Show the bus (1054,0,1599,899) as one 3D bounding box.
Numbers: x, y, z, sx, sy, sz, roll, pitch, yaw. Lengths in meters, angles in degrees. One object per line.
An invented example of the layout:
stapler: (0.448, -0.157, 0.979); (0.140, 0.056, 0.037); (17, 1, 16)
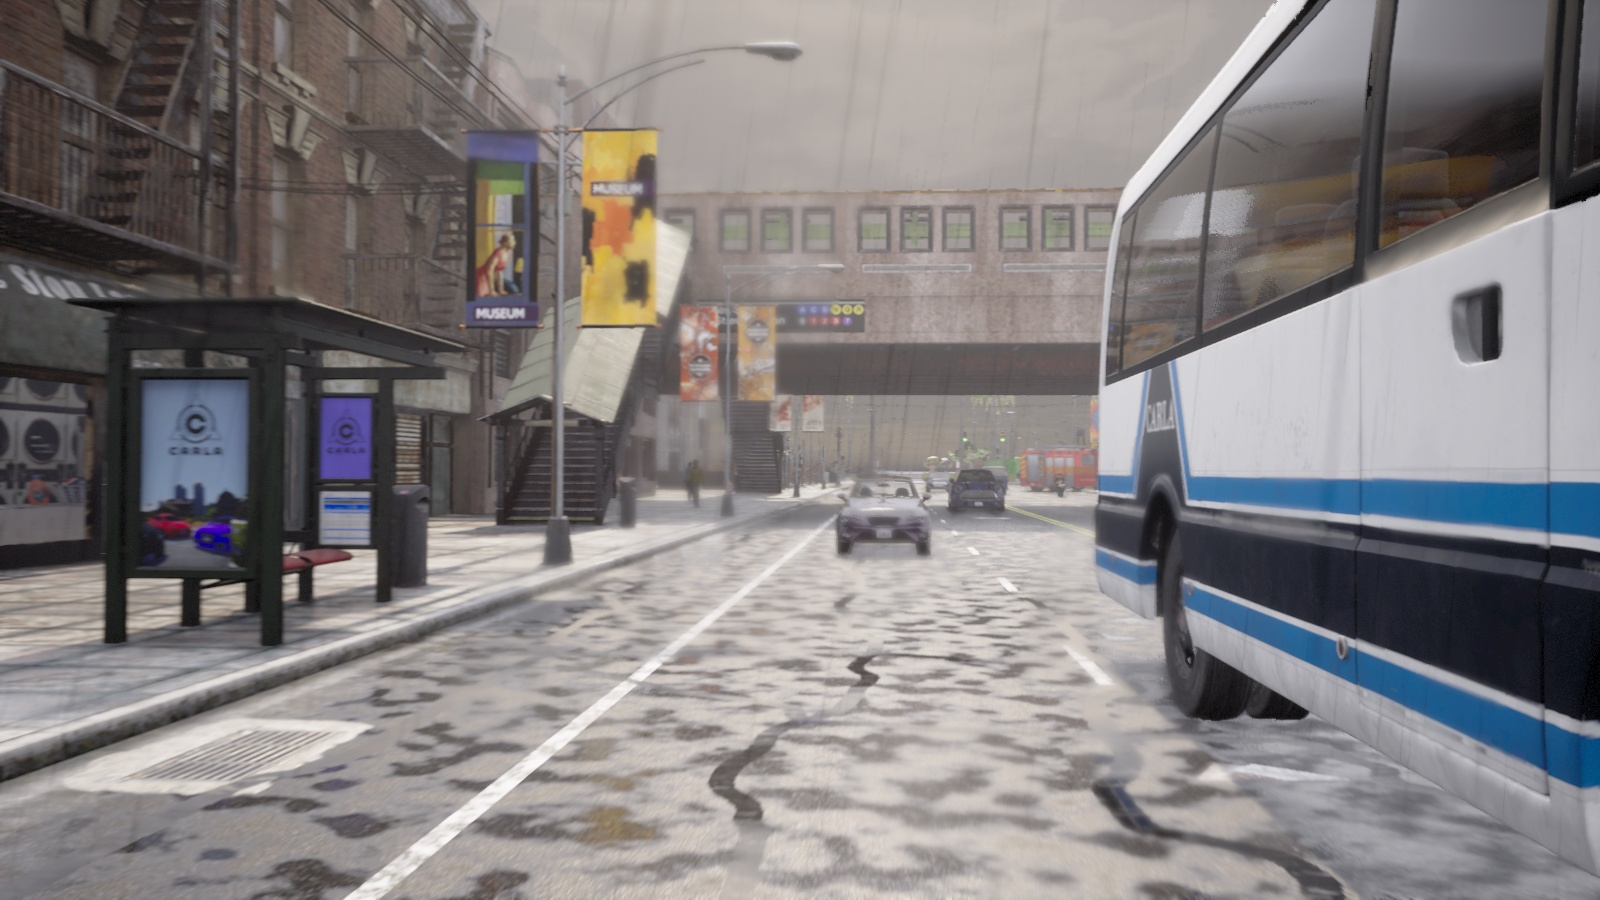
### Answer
bus: (3.740, -0.483, 5.354); (3.944, 4.253, 10.273); (0, -1, 4)

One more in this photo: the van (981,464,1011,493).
van: (13.685, 2.003, 87.970); (1.775, 1.987, 4.442); (0, -1, 5)

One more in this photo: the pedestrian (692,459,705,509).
pedestrian: (-3.780, 1.267, 46.849); (0.431, 1.840, 0.709); (0, -1, -2)

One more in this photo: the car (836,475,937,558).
car: (1.711, 1.237, 24.694); (1.816, 1.474, 4.193); (0, -1, 4)

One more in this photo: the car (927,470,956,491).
car: (10.897, 2.340, 97.124); (2.033, 1.649, 4.856); (0, -1, 4)

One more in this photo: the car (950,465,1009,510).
car: (7.255, 1.510, 51.211); (2.097, 1.767, 4.553); (0, -1, 5)
